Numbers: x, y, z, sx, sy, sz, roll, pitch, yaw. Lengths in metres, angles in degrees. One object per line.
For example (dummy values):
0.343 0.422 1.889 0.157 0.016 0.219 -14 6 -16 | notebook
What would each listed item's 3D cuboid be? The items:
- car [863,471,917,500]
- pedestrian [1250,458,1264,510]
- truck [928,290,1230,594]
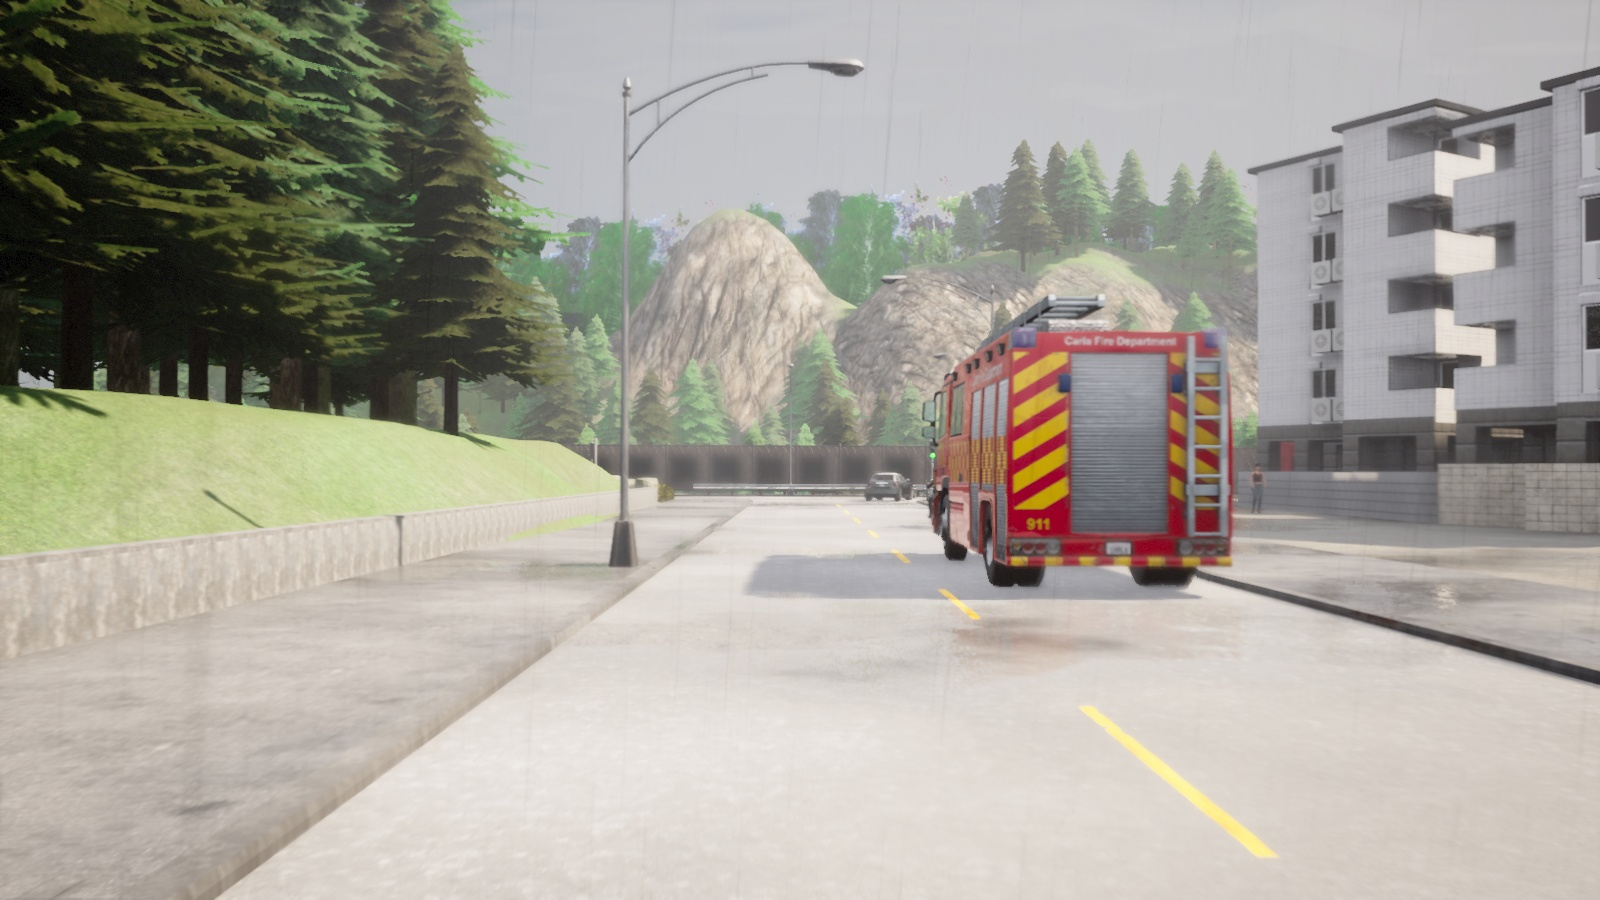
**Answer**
4.821 1.873 66.456 1.970 1.475 3.806 -1 -1 18 | car
16.474 1.216 45.234 0.345 1.836 0.594 0 -1 9 | pedestrian
3.949 -0.030 20.084 2.891 3.827 8.468 0 -1 0 | truck
